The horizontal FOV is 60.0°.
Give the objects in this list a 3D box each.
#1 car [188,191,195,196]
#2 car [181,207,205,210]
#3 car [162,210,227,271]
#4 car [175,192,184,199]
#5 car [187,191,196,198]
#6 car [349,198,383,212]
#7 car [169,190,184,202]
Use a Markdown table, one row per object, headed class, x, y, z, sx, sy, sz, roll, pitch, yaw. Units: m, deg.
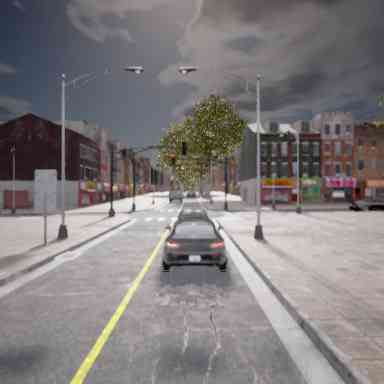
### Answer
| class | x | y | z | sx | sy | sz | roll | pitch | yaw |
| --- | --- | --- | --- | --- | --- | --- | --- | --- | --- |
| car | -0.113 | 0.347 | 86.473 | 1.994 | 1.385 | 4.181 | 0 | 1 | 0 |
| car | 0.069 | 1.585 | 20.502 | 1.895 | 1.301 | 4.718 | 0 | 0 | 0 |
| car | 0.079 | 1.552 | 10.887 | 1.812 | 1.442 | 4.674 | 0 | 0 | 0 |
| car | -2.849 | 0.689 | 75.688 | 1.837 | 1.490 | 4.892 | 0 | 1 | 0 |
| car | -0.099 | 0.521 | 76.401 | 2.097 | 1.767 | 4.553 | 0 | 1 | 0 |
| car | 17.161 | 1.237 | 31.492 | 4.313 | 1.339 | 1.947 | -1 | 0 | 0 |
| car | -2.868 | 0.748 | 60.207 | 2.150 | 2.045 | 5.566 | 0 | 2 | 1 |
